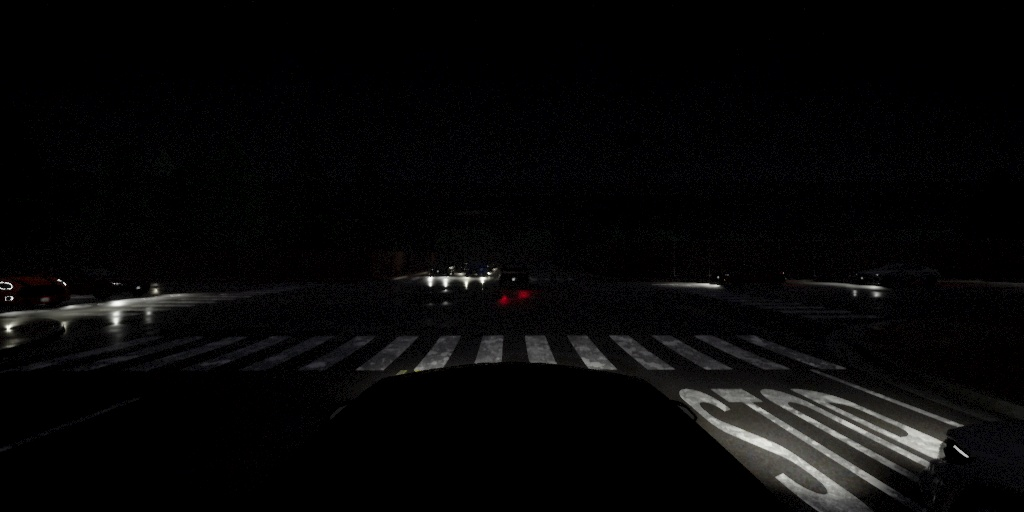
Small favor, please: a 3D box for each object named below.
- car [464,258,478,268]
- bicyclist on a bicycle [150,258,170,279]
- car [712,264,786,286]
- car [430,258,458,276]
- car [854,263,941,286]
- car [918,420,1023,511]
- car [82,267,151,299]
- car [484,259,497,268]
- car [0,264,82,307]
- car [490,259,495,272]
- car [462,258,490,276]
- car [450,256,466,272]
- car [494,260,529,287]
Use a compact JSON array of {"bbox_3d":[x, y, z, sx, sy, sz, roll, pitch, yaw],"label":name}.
[{"bbox_3d":[-7.042,1.211,61.710,1.882,1.535,5.008,0,0,1],"label":"car"},{"bbox_3d":[-27.269,0.988,27.802,0.582,1.620,1.656,0,0,0],"label":"bicyclist on a bicycle"},{"bbox_3d":[15.843,1.252,24.080,4.181,1.385,1.994,0,0,0],"label":"car"},{"bbox_3d":[-7.108,1.245,36.919,1.837,1.490,4.892,0,0,1],"label":"car"},{"bbox_3d":[25.842,1.214,24.095,4.674,1.442,1.812,0,0,0],"label":"car"},{"bbox_3d":[3.587,1.276,0.347,1.812,1.442,4.674,0,0,0],"label":"car"},{"bbox_3d":[-19.869,1.216,16.799,4.674,1.442,1.812,0,0,-1],"label":"car"},{"bbox_3d":[-3.551,1.212,59.365,1.882,1.535,5.008,0,0,1],"label":"car"},{"bbox_3d":[-19.576,1.043,13.286,4.553,1.767,2.097,0,0,-1],"label":"car"},{"bbox_3d":[-3.591,1.215,46.518,1.882,1.535,5.008,0,0,0],"label":"car"},{"bbox_3d":[-3.593,1.218,36.958,1.882,1.535,5.008,0,0,0],"label":"car"},{"bbox_3d":[-7.093,0.958,46.772,2.150,2.045,5.566,0,0,0],"label":"car"},{"bbox_3d":[0.104,1.202,24.053,2.128,1.511,4.902,0,0,0],"label":"car"}]
